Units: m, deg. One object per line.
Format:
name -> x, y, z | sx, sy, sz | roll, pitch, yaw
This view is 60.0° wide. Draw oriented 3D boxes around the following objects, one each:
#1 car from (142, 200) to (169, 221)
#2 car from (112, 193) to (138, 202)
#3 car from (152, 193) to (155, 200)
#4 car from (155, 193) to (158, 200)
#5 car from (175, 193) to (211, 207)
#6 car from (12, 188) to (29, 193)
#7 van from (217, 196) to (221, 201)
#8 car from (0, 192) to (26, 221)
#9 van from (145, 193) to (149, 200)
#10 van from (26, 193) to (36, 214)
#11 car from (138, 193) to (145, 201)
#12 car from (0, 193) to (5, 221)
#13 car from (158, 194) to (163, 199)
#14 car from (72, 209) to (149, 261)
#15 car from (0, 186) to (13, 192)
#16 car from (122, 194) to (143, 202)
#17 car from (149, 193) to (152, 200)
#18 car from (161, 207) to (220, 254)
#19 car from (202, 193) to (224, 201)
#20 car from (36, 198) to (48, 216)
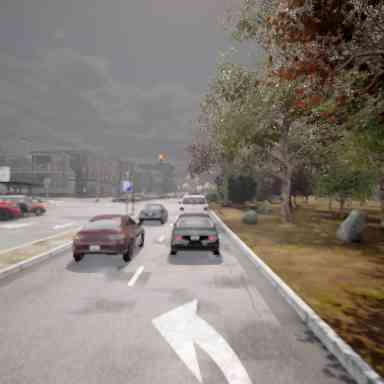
car -> -2.843, 1.597, 25.141 | 2.033, 1.411, 5.357 | 0, 0, 1
car -> -14.444, 1.431, 70.293 | 4.792, 1.488, 2.163 | -1, 0, -15
car -> -12.640, 1.448, 85.244 | 4.674, 1.452, 2.002 | -1, 0, -13
car -> -12.268, 1.451, 88.246 | 4.674, 1.452, 2.002 | -1, 0, -13
car -> 0.153, 1.268, 24.563 | 2.150, 2.045, 5.566 | 0, 0, 0
car -> -31.165, 0.202, 61.163 | 2.002, 1.452, 4.674 | 6, -3, -19
van -> 4.283, 1.117, 72.889 | 4.442, 1.987, 1.878 | 1, 0, -14
car -> -16.718, 1.294, 26.473 | 5.566, 2.045, 2.435 | -1, 0, -20
van -> -13.241, 1.175, 79.278 | 4.442, 1.987, 1.878 | -1, 0, -14
van -> -16.602, 1.327, 29.509 | 4.442, 1.987, 1.878 | -1, 0, -19
car -> -13.799, 1.391, 73.286 | 5.366, 1.575, 1.946 | -1, 0, -15
car -> -16.790, 1.287, 23.437 | 5.566, 2.045, 2.435 | -1, 0, -20
car -> -11.453, 1.455, 94.228 | 4.674, 1.452, 2.002 | -1, 0, -12
car -> -2.896, 1.542, 12.223 | 1.812, 1.442, 4.674 | 0, -1, 0
car -> -34.159, -0.360, 61.224 | 2.435, 2.045, 5.566 | 6, -3, -19
car -> -13.706, 1.275, 76.238 | 4.553, 1.767, 2.185 | -1, 0, -14
car -> -13.013, 1.407, 82.249 | 4.892, 1.521, 2.231 | -1, 0, -14
car -> 0.105, 1.565, 13.496 | 2.033, 1.411, 5.357 | 0, 0, 0
car -> 4.667, 1.218, 75.858 | 4.553, 1.767, 2.185 | 1, 0, -14
car -> -16.626, 1.437, 32.487 | 4.553, 1.767, 2.185 | -1, 0, -19
